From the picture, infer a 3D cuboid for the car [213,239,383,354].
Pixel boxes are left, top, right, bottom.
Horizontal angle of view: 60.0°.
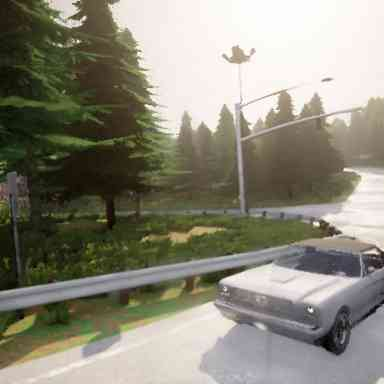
[{"bbox_3d":[2.553,1.650,6.395,1.895,1.301,4.718,-1,-1,45],"label":"car"}]
